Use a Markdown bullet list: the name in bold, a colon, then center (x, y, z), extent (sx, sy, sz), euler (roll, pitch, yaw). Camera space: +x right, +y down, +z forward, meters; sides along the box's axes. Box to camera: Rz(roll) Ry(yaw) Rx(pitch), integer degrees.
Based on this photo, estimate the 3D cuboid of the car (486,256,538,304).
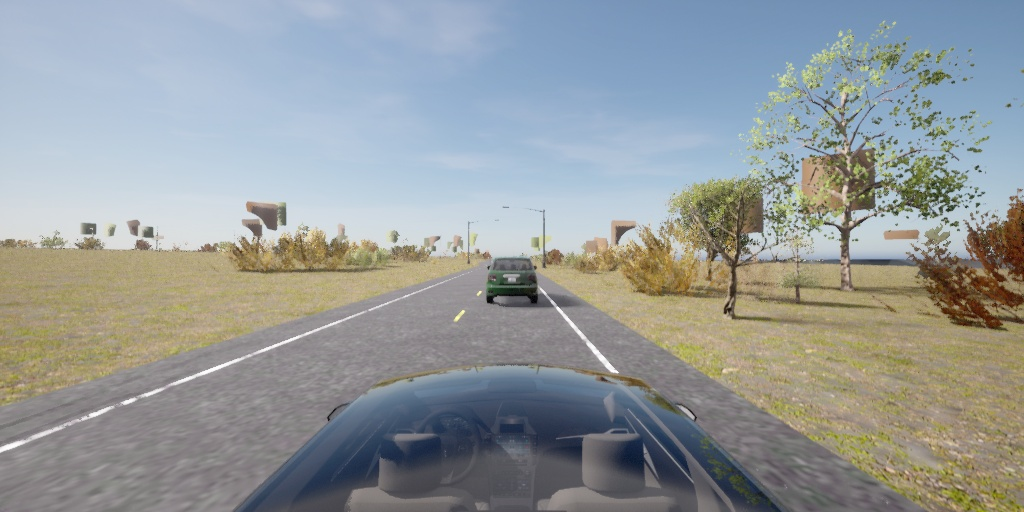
- **car**: center (0.000, 1.010, 16.531), extent (2.150, 2.045, 5.566), euler (0, 0, 0)
